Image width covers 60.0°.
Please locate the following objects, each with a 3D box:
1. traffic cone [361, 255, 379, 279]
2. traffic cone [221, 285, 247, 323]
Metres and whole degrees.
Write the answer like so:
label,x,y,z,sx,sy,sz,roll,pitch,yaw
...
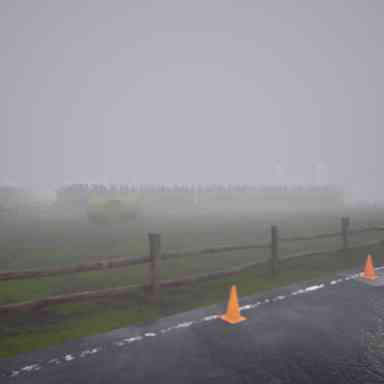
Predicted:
label,x,y,z,sx,sy,sz,roll,pitch,yaw
traffic cone,4.743,1.974,8.892,0.340,0.580,0.340,0,0,-37
traffic cone,0.747,1.966,5.933,0.340,0.580,0.340,0,0,-36
